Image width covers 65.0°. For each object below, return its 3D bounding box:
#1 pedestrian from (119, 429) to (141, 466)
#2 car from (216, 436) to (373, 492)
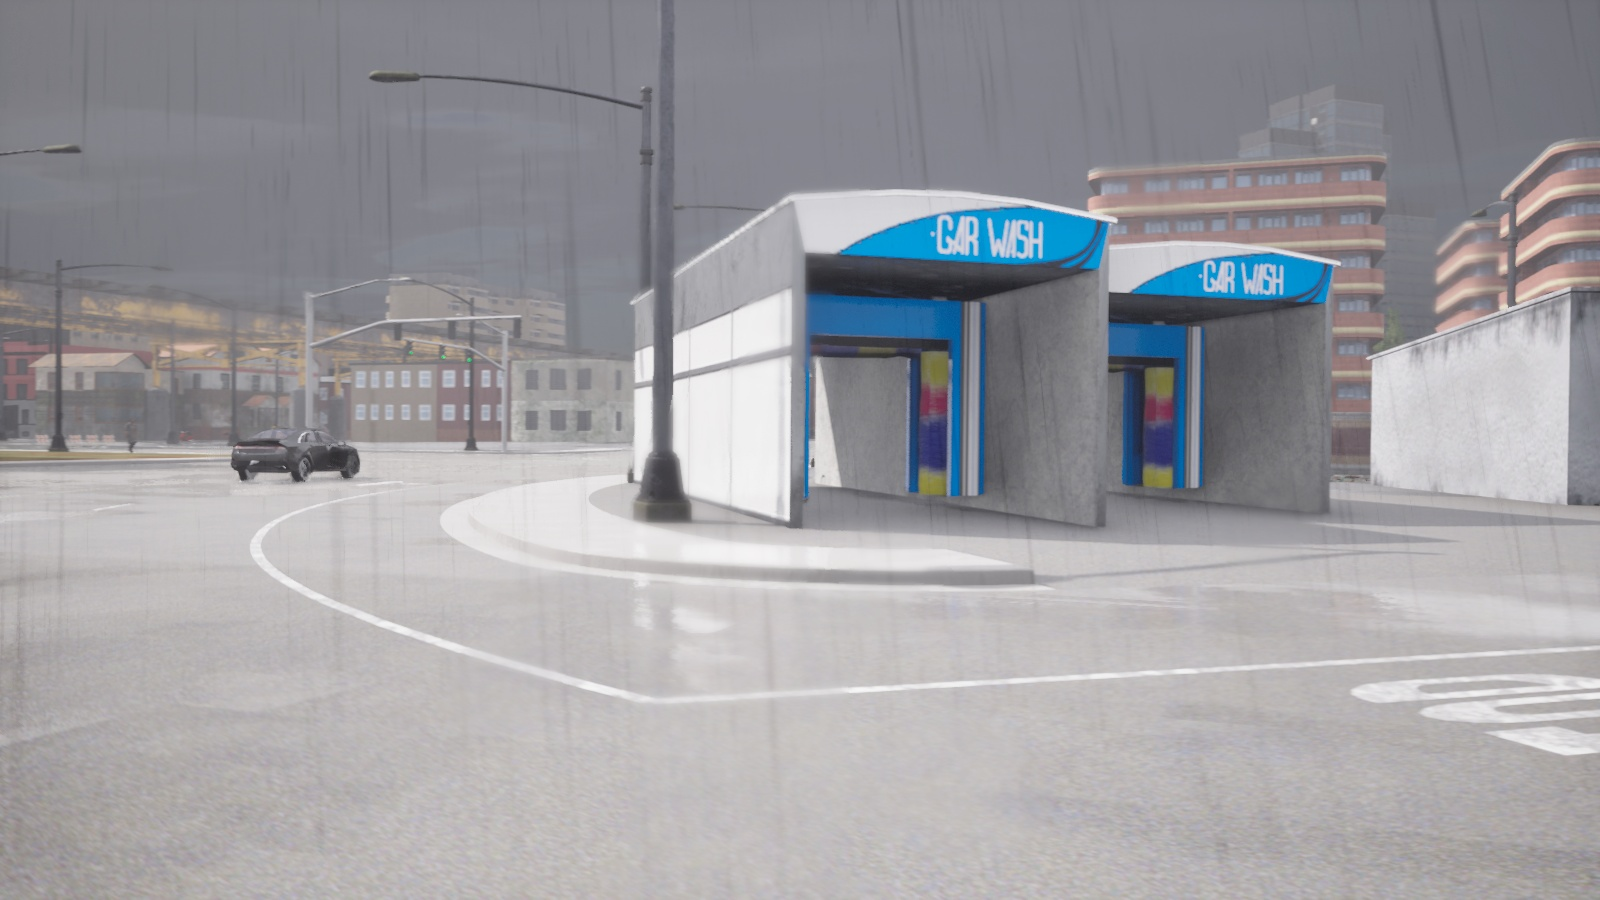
[{"bbox_3d":[-35.596,-0.160,66.710,0.873,1.952,0.659,0,1,29],"label":"pedestrian"},{"bbox_3d":[-14.558,0.346,36.518,2.128,1.511,4.902,0,1,6],"label":"car"}]
